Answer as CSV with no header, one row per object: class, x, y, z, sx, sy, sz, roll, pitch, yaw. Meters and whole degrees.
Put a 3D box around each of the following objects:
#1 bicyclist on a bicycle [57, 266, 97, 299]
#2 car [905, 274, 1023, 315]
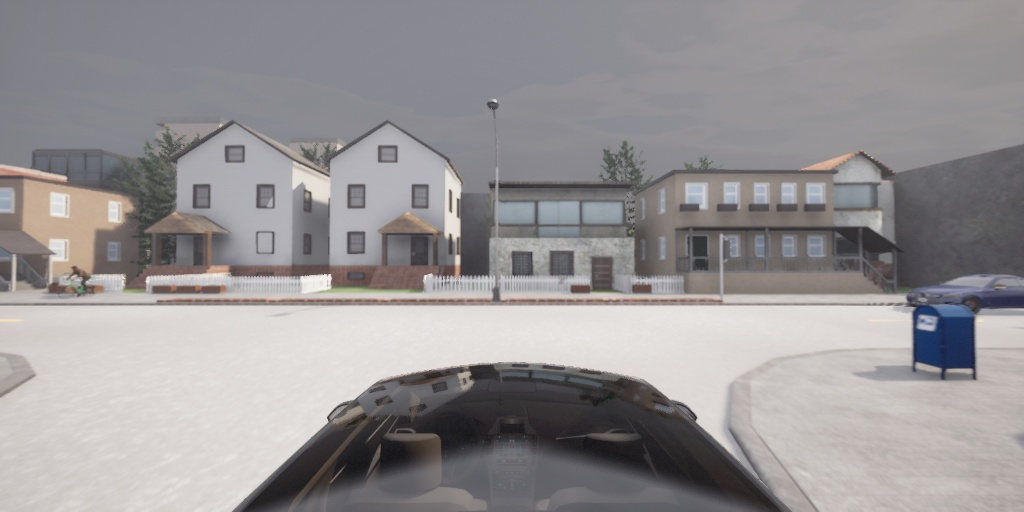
bicyclist on a bicycle,-21.870,1.315,18.072,0.582,1.620,1.656,0,0,0
car,18.189,1.436,13.864,4.674,1.442,1.812,0,-1,0
